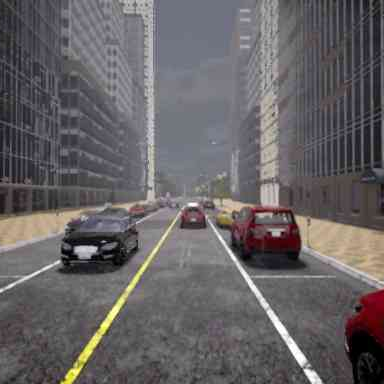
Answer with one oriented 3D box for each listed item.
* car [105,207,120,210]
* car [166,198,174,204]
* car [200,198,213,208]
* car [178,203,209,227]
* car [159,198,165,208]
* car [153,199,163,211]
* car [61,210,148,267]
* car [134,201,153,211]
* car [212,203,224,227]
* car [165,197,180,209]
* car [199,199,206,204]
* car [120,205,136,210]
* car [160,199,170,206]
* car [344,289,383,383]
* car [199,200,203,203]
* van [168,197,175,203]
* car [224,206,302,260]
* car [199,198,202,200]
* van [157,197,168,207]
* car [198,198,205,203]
[{"bbox_3d":[-5.687,1.739,18.729,2.008,1.369,4.403,0,-1,0],"label":"car"},{"bbox_3d":[-5.683,2.260,87.034,1.967,1.590,4.097,0,-1,0],"label":"car"},{"bbox_3d":[2.695,2.076,52.868,1.947,1.339,4.313,0,-1,0],"label":"car"},{"bbox_3d":[0.100,1.775,25.131,1.812,1.442,4.674,0,-1,0],"label":"car"},{"bbox_3d":[-5.685,2.108,58.573,1.887,1.381,4.507,0,-1,0],"label":"car"},{"bbox_3d":[-5.686,2.009,47.189,2.008,1.369,4.403,0,-1,0],"label":"car"},{"bbox_3d":[-3.100,1.614,12.058,2.128,1.511,4.902,0,-1,0],"label":"car"},{"bbox_3d":[-5.686,1.933,35.804,1.802,1.307,4.206,0,-1,0],"label":"car"},{"bbox_3d":[2.694,1.770,24.578,1.752,1.417,4.829,0,-1,0],"label":"car"},{"bbox_3d":[-2.998,2.057,57.430,2.128,1.511,4.902,0,-1,0],"label":"car"},{"bbox_3d":[2.697,2.401,87.018,1.802,1.307,4.206,0,-1,0],"label":"car"},{"bbox_3d":[-5.687,1.809,24.422,1.947,1.339,4.313,0,-1,0],"label":"car"},{"bbox_3d":[-5.684,2.249,69.957,1.802,1.307,4.206,0,-1,0],"label":"car"},{"bbox_3d":[2.694,1.333,1.643,2.192,1.841,5.009,0,-1,0],"label":"car"},{"bbox_3d":[0.101,2.009,41.924,1.895,1.301,4.718,0,-1,0],"label":"car"},{"bbox_3d":[-5.682,2.211,92.727,1.690,1.788,3.998,0,-1,0],"label":"van"},{"bbox_3d":[2.695,1.447,13.028,2.192,1.841,5.009,0,-1,0],"label":"car"},{"bbox_3d":[2.697,2.158,75.635,1.967,1.590,4.097,0,-1,0],"label":"car"},{"bbox_3d":[-5.684,1.957,64.268,1.690,1.788,3.998,0,-1,0],"label":"van"},{"bbox_3d":[2.697,2.396,92.880,1.752,1.417,4.829,0,-1,0],"label":"car"}]
